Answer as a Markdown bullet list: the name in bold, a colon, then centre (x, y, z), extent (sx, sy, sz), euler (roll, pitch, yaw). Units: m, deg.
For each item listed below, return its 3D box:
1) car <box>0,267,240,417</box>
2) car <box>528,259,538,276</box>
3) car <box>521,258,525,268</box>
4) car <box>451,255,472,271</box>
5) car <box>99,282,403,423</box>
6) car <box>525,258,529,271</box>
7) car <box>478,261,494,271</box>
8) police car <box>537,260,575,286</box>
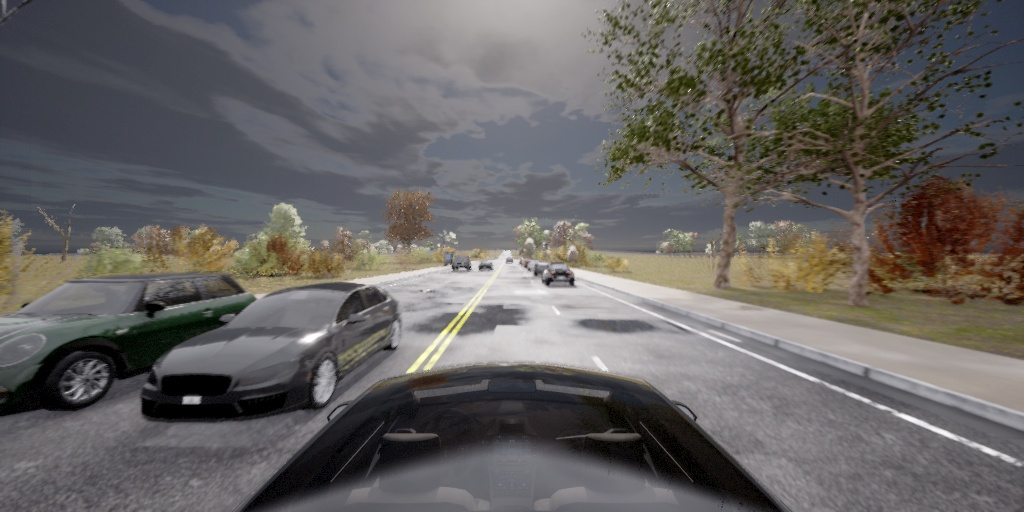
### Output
- **car**: centre (-6.599, 1.105, 6.091), extent (2.097, 1.767, 4.553), euler (0, 0, 0)
- **car**: centre (3.135, 1.226, 36.726), extent (2.128, 1.511, 4.902), euler (0, 0, 0)
- **car**: centre (2.941, 1.187, 58.741), extent (1.882, 1.535, 5.008), euler (0, 0, -1)
- **car**: centre (-6.762, 0.945, 48.656), extent (2.150, 2.045, 5.566), euler (0, 0, 0)
- **car**: centre (-3.349, 1.256, 6.177), extent (1.837, 1.490, 4.892), euler (0, 0, 0)
- **car**: centre (3.048, 1.249, 47.738), extent (1.812, 1.442, 4.674), euler (0, 0, -1)
- **car**: centre (-3.512, 1.327, 48.540), extent (1.895, 1.301, 4.718), euler (0, 0, 0)
- **police car**: centre (3.198, 1.248, 25.716), extent (2.038, 1.542, 4.974), euler (0, 0, 0)
